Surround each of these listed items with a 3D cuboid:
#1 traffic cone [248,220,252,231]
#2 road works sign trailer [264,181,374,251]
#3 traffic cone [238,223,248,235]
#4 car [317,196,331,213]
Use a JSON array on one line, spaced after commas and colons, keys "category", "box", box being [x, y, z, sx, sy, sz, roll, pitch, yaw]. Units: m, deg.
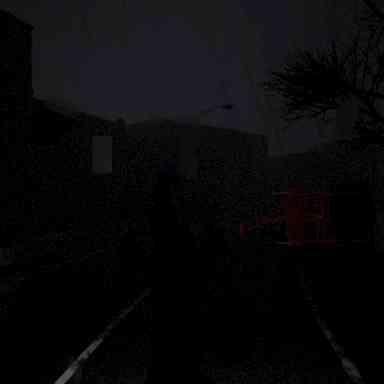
[{"category": "traffic cone", "box": [3.406, 1.946, 19.525, 0.340, 0.580, 0.340, 1, 0, 23]}, {"category": "road works sign trailer", "box": [4.691, 0.942, 12.357, 2.880, 2.380, 3.560, -2, -2, -45]}, {"category": "traffic cone", "box": [2.625, 1.945, 17.684, 0.340, 0.580, 0.340, 1, 0, 23]}, {"category": "car", "box": [15.604, 1.262, 35.752, 5.566, 2.045, 2.150, 1, 0, -34]}]
